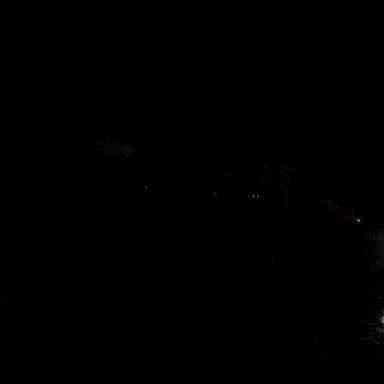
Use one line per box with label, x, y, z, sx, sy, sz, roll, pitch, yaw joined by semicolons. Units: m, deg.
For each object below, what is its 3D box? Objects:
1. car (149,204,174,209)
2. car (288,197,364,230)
car;-3.621;1.736;38.551;2.097;1.767;4.553;3;-2;-37
car;8.296;1.374;21.973;2.150;2.045;5.566;2;-2;-35
